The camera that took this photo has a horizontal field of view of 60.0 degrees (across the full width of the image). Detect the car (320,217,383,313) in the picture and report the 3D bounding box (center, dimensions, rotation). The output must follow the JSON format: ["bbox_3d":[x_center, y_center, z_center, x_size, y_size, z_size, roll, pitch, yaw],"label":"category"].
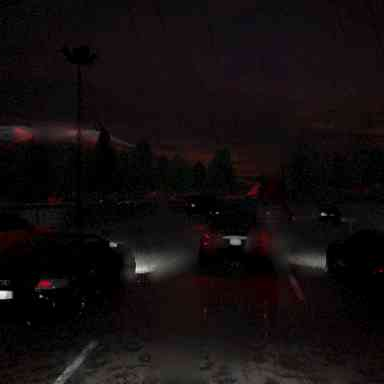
[{"bbox_3d":[4.427,1.547,7.436,1.812,1.442,4.674,0,0,9],"label":"car"}]

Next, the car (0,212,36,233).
[{"bbox_3d":[-5.794,1.341,9.538,2.097,1.767,4.553,0,0,9],"label":"car"}]

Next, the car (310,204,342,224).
[{"bbox_3d":[10.154,1.604,25.044,2.033,1.411,5.357,0,0,28],"label":"car"}]

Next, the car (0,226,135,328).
[{"bbox_3d":[-2.666,1.562,7.146,1.994,1.385,4.181,0,0,8],"label":"car"}]

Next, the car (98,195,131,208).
[{"bbox_3d":[-11.577,1.357,49.712,2.097,1.767,4.553,0,0,35],"label":"car"}]

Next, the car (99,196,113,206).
[{"bbox_3d":[-10.004,1.485,45.873,1.882,1.535,5.008,0,0,34],"label":"car"}]

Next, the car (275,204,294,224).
[{"bbox_3d":[6.522,1.593,25.591,2.033,1.411,5.357,0,0,26],"label":"car"}]

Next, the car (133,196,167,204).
[{"bbox_3d":[-4.661,1.547,41.325,1.812,1.442,4.674,0,0,34],"label":"car"}]

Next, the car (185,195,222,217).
[{"bbox_3d":[1.374,1.254,30.709,2.150,2.045,5.566,0,0,28],"label":"car"}]

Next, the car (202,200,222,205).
[{"bbox_3d":[2.957,1.581,26.215,2.033,1.411,5.357,0,0,25],"label":"car"}]

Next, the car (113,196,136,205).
[{"bbox_3d":[-7.507,1.365,43.314,2.097,1.767,4.553,0,0,34],"label":"car"}]

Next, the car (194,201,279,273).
[{"bbox_3d":[1.596,1.368,11.043,2.097,1.767,4.553,0,0,11],"label":"car"}]
